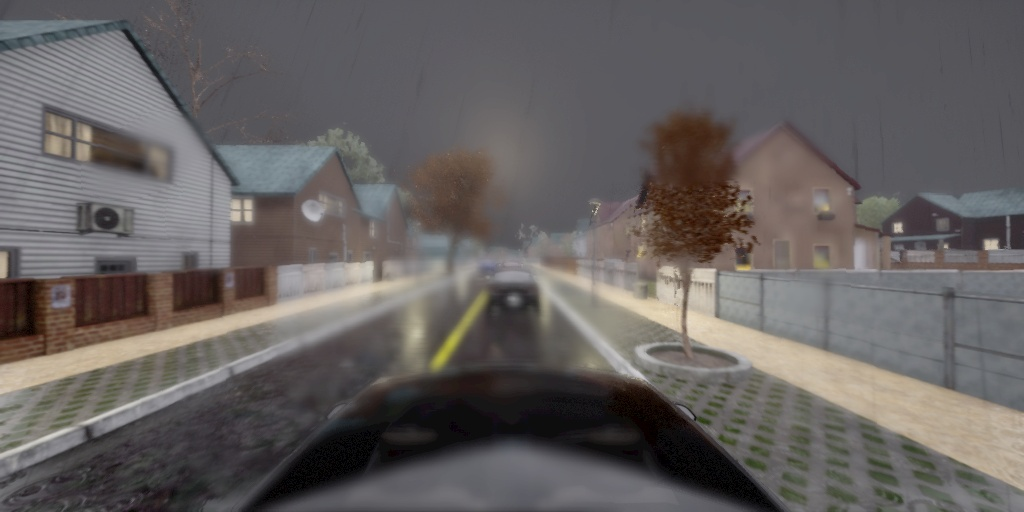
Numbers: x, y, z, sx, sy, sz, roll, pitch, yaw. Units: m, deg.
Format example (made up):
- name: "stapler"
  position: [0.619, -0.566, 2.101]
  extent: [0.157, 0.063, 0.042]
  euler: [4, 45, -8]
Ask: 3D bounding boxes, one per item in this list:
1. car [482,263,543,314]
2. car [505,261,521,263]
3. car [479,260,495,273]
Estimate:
- name: "car"
  position: [0.084, 1.204, 13.717]
  extent: [1.882, 1.535, 5.008]
  euler: [0, 0, 0]
- name: "car"
  position: [0.087, 1.195, 30.367]
  extent: [1.882, 1.535, 5.008]
  euler: [0, 0, 0]
- name: "car"
  position: [-2.845, 1.217, 43.144]
  extent: [1.882, 1.535, 5.008]
  euler: [0, 0, 0]
